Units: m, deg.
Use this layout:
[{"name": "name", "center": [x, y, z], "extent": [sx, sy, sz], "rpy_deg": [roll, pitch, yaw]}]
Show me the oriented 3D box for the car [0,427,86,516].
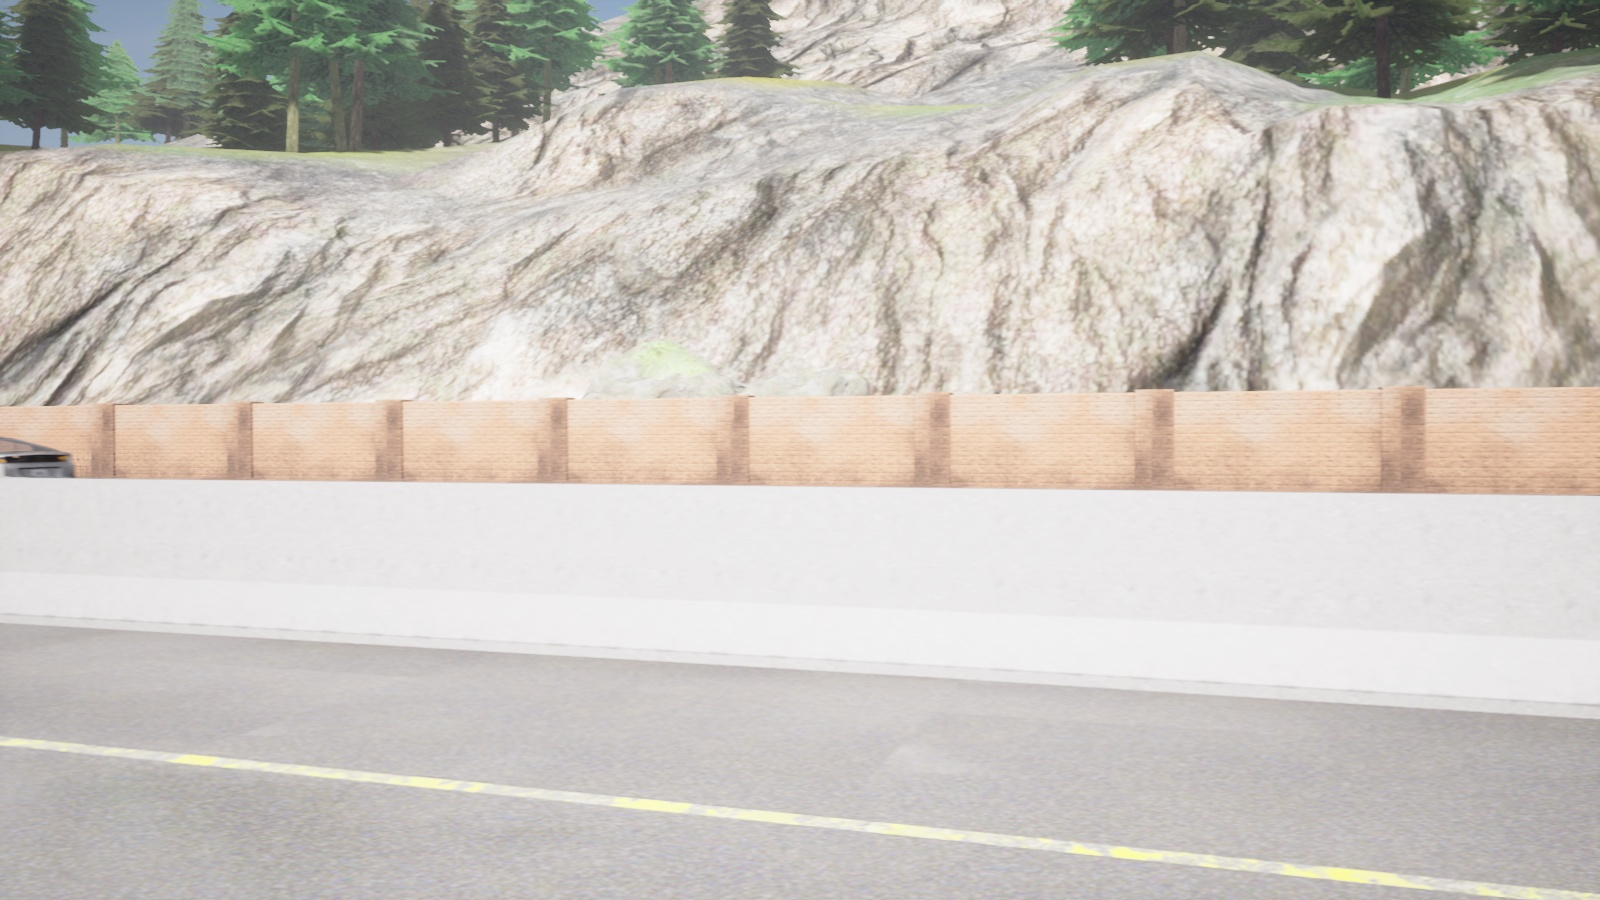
[{"name": "car", "center": [-15.737, 0.342, 23.113], "extent": [4.514, 1.525, 2.007], "rpy_deg": [1, 1, 18]}]
